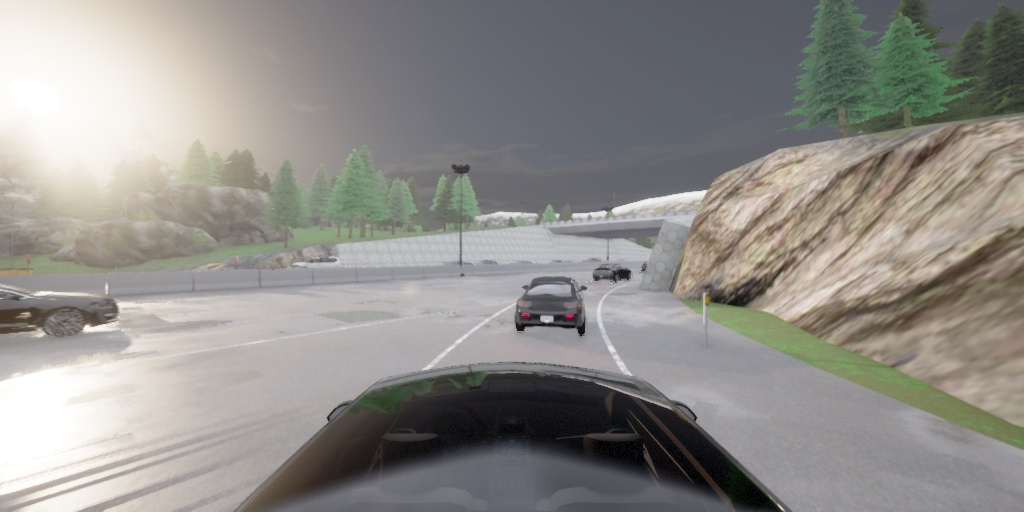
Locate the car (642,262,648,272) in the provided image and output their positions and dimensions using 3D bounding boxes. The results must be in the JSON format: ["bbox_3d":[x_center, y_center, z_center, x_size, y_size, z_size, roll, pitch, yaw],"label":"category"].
[{"bbox_3d":[19.722,1.514,50.409,1.837,1.490,4.892,0,0,38],"label":"car"}]

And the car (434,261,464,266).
[{"bbox_3d":[-8.635,1.476,48.281,2.128,1.511,4.902,0,0,38],"label":"car"}]

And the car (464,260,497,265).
[{"bbox_3d":[-3.815,1.342,48.809,2.097,1.767,4.553,0,0,37],"label":"car"}]

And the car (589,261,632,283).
[{"bbox_3d":[8.468,1.392,29.998,2.128,1.511,4.902,0,0,38],"label":"car"}]

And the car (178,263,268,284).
[{"bbox_3d":[-20.949,1.345,26.492,1.882,1.535,5.008,0,0,38],"label":"car"}]

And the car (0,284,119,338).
[{"bbox_3d":[-12.656,1.270,8.224,2.128,1.511,4.902,0,0,38],"label":"car"}]

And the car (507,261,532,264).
[{"bbox_3d":[1.547,1.551,61.518,2.128,1.511,4.902,0,-1,38],"label":"car"}]

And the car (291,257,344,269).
[{"bbox_3d":[-23.339,1.172,43.164,5.566,2.045,2.150,0,0,-39],"label":"car"}]

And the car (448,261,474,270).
[{"bbox_3d":[-8.519,1.609,59.911,1.994,1.385,4.181,0,0,38],"label":"car"}]

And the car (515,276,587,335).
[{"bbox_3d":[1.248,1.322,10.746,1.812,1.442,4.674,0,0,10],"label":"car"}]
